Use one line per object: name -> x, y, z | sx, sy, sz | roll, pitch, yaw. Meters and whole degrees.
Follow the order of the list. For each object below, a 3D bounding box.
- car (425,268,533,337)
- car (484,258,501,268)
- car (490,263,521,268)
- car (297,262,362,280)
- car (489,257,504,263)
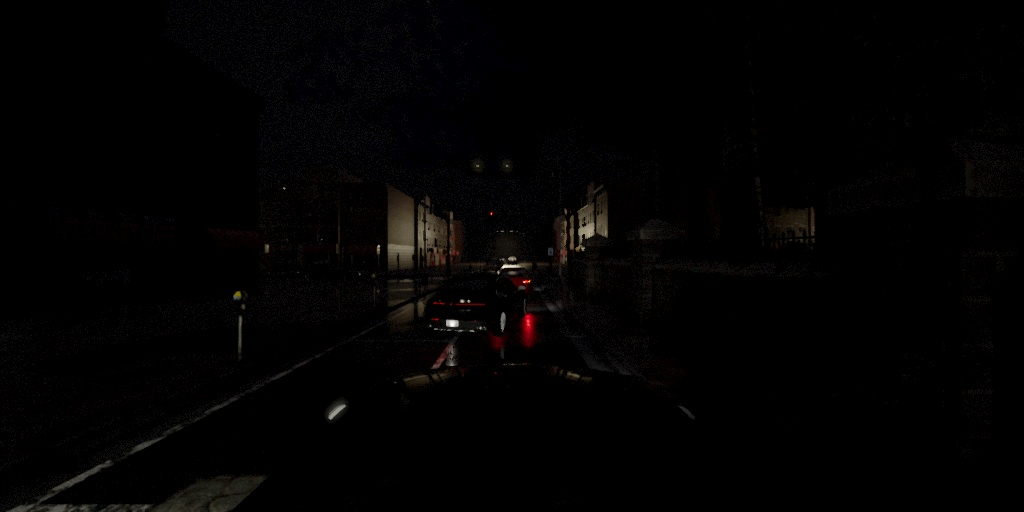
car -> -0.793, 1.252, 10.351 | 1.837, 1.490, 4.892 | 0, 0, 13
car -> -2.584, 1.269, 43.981 | 1.751, 1.417, 4.829 | 0, 0, 0
car -> 0.070, 1.271, 17.798 | 1.812, 1.442, 4.674 | 0, 0, 1
car -> -14.959, 1.254, 29.473 | 4.902, 1.511, 2.128 | 0, 0, 0
car -> -2.576, 1.059, 49.602 | 2.192, 1.841, 5.009 | 0, 0, 0
